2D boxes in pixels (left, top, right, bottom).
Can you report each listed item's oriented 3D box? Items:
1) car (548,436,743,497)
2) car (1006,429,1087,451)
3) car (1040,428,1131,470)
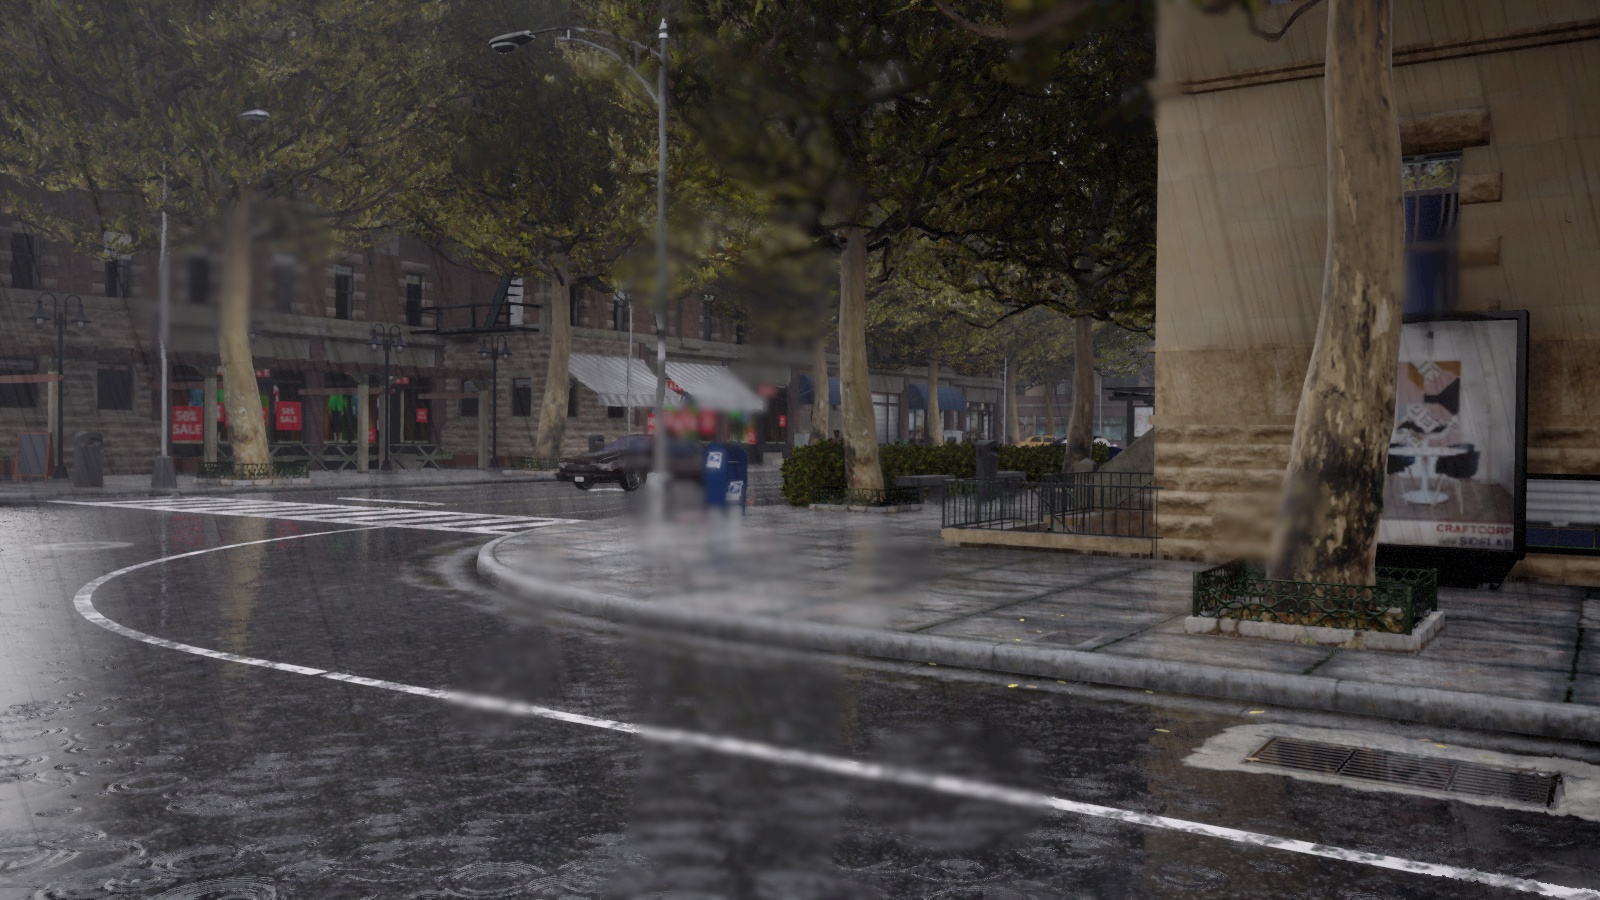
[{"bbox_3d":[-3.879,0.368,32.640,2.033,1.411,5.357,0,1,33],"label":"car"},{"bbox_3d":[17.662,-0.719,90.086,5.366,1.575,1.801,0,1,32],"label":"car"},{"bbox_3d":[11.312,-0.069,49.493,1.882,1.535,5.008,0,1,33],"label":"car"}]
